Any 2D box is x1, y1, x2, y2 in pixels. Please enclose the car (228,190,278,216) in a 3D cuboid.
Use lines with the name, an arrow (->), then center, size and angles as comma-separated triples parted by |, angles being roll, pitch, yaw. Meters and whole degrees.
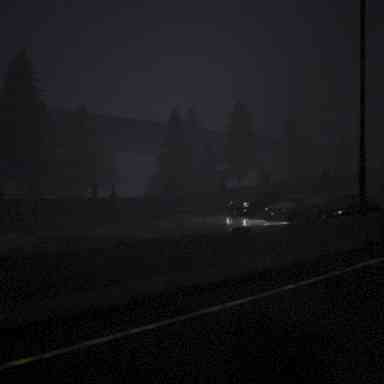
car -> 4.804, 0.715, 24.623 | 4.553, 1.767, 2.097 | -5, 3, -35

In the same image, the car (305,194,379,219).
car -> 8.826, 0.893, 18.895 | 4.674, 1.442, 1.812 | -5, 3, -35

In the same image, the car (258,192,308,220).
car -> 6.798, 0.893, 21.747 | 4.674, 1.442, 1.812 | -5, 3, -35
